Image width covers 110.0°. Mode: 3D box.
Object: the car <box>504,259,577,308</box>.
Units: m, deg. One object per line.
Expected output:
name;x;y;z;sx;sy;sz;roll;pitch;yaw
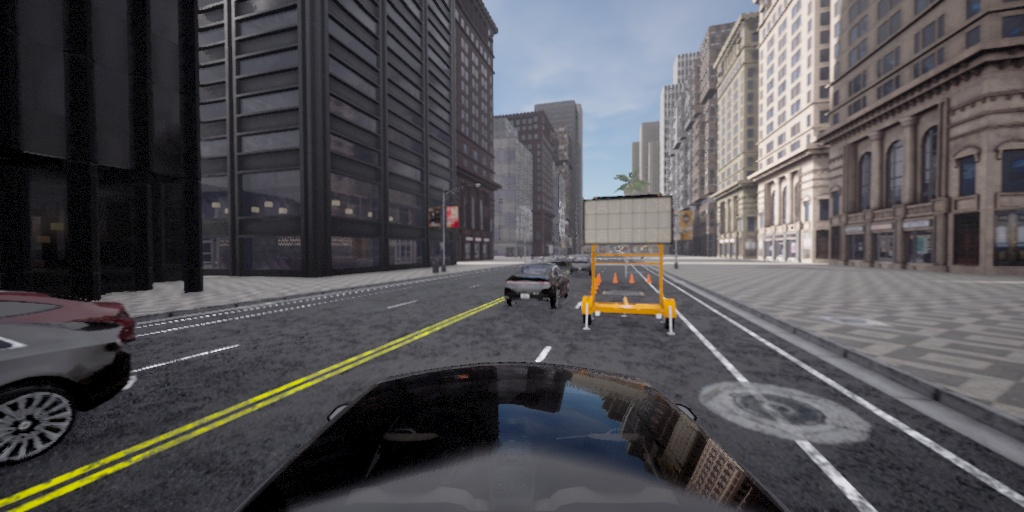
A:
car;1.121;1.061;14.109;2.128;1.511;4.902;0;1;16

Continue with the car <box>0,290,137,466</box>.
car;-5.935;1.255;2.369;2.128;1.511;4.902;0;1;16

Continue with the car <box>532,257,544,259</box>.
car;2.993;0.748;44.161;1.895;1.301;4.718;0;1;16

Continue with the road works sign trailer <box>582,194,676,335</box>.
road works sign trailer;3.272;0.080;10.270;2.380;3.560;2.880;0;0;16

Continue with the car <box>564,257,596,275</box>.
car;6.175;0.803;31.263;2.128;1.511;4.902;0;1;16

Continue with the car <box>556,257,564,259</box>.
car;5.931;0.758;42.628;1.895;1.301;4.718;0;1;16
